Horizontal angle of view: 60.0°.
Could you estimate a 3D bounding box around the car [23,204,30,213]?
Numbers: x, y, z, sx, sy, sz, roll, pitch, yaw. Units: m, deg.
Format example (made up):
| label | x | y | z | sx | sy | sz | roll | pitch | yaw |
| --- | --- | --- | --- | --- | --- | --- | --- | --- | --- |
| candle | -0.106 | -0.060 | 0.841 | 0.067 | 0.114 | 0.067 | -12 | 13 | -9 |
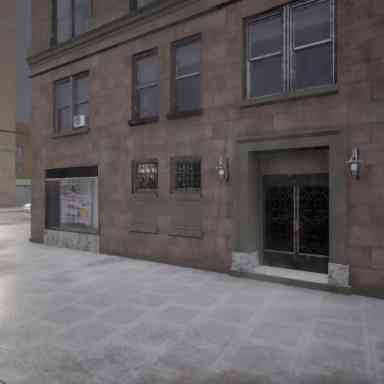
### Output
| label | x | y | z | sx | sy | sz | roll | pitch | yaw |
| --- | --- | --- | --- | --- | --- | --- | --- | --- | --- |
| car | -15.702 | 1.439 | 35.851 | 1.812 | 1.442 | 4.674 | 0 | 0 | 35 |
